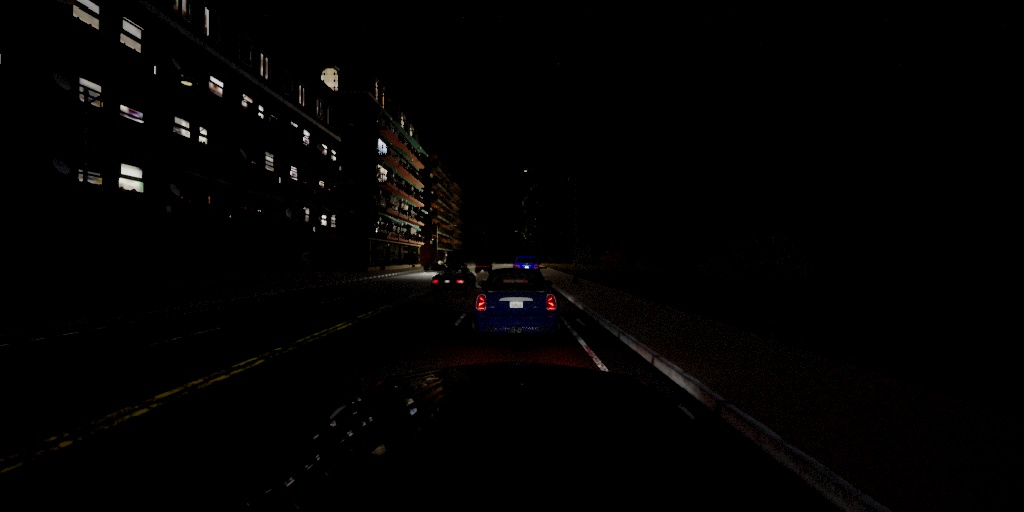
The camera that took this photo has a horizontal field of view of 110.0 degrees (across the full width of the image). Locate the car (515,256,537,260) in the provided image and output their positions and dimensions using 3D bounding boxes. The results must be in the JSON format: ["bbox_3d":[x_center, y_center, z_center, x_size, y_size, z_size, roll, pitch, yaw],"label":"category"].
[{"bbox_3d":[1.135,0.979,30.053,2.150,2.045,5.566,0,0,0],"label":"car"}]

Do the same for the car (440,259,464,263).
[{"bbox_3d":[-6.604,1.105,41.849,2.097,1.767,4.553,0,0,0],"label":"car"}]

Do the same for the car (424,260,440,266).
[{"bbox_3d":[-9.854,1.245,45.451,2.128,1.511,4.902,0,0,0],"label":"car"}]

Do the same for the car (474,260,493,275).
[{"bbox_3d":[-3.153,1.259,40.764,1.837,1.490,4.892,0,0,0],"label":"car"}]

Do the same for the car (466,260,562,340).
[{"bbox_3d":[0.097,1.103,10.099,2.097,1.767,4.553,0,0,0],"label":"car"}]

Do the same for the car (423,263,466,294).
[{"bbox_3d":[-3.152,1.300,20.118,2.033,1.411,5.357,0,0,0],"label":"car"}]
